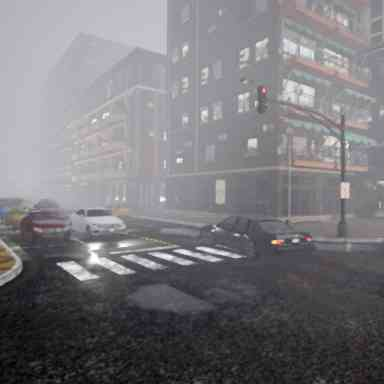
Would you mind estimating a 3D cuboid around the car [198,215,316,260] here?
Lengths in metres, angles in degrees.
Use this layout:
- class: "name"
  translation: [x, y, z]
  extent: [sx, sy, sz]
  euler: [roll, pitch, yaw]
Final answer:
- class: "car"
  translation: [2.186, 1.595, 12.813]
  extent: [2.033, 1.411, 5.357]
  euler: [1, 0, -26]

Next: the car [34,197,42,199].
- class: "car"
  translation: [-17.475, 1.545, 40.347]
  extent: [1.812, 1.442, 4.674]
  euler: [1, 0, -36]

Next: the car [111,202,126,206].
- class: "car"
  translation: [-6.999, 1.576, 30.179]
  extent: [1.752, 1.417, 4.829]
  euler: [1, 0, -36]

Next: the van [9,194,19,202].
- class: "van"
  translation: [-43.203, 1.410, 80.670]
  extent: [1.690, 1.788, 3.998]
  euler: [1, 0, -36]

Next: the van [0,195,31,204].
- class: "van"
  translation: [-13.708, 1.314, 25.159]
  extent: [1.690, 1.788, 3.998]
  euler: [1, 0, -36]

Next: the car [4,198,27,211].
- class: "car"
  translation: [-21.601, 1.467, 40.680]
  extent: [1.882, 1.535, 5.008]
  euler: [1, -1, -35]

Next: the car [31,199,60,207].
- class: "car"
  translation: [-11.761, 1.561, 26.899]
  extent: [1.994, 1.385, 4.181]
  euler: [1, 0, -35]

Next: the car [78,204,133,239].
- class: "car"
  translation: [-5.128, 1.533, 17.669]
  extent: [1.812, 1.442, 4.674]
  euler: [1, 0, -36]

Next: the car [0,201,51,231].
- class: "car"
  translation: [-10.310, 1.503, 20.417]
  extent: [1.752, 1.417, 4.829]
  euler: [1, 0, -36]

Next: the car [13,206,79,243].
- class: "car"
  translation: [-7.110, 1.566, 15.953]
  extent: [1.802, 1.307, 4.206]
  euler: [1, 0, -36]
